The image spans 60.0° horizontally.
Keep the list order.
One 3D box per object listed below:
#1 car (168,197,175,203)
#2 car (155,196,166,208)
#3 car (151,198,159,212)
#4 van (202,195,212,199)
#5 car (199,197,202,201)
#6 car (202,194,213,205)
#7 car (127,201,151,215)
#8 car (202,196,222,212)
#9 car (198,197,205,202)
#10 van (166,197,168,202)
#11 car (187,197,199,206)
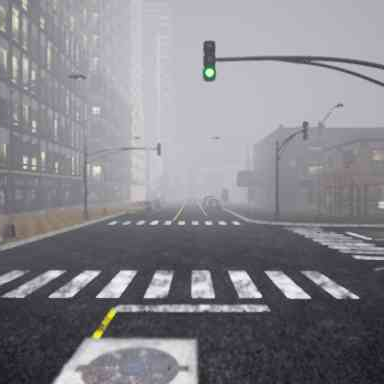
[{"bbox_3d":[-5.702,1.895,80.724,1.752,1.417,4.829,-1,0,0],"label":"car"},{"bbox_3d":[-5.690,1.805,52.674,1.947,1.339,4.313,-1,0,0],"label":"car"},{"bbox_3d":[-5.685,1.754,41.385,1.947,1.339,4.313,-1,0,0],"label":"car"},{"bbox_3d":[2.656,1.555,46.979,1.690,1.788,3.998,-1,0,0],"label":"van"},{"bbox_3d":[2.653,1.555,52.623,2.192,1.841,5.009,-1,0,0],"label":"car"},{"bbox_3d":[3.078,1.535,67.273,2.150,2.045,5.566,0,0,0],"label":"car"},{"bbox_3d":[-5.854,1.687,35.571,1.752,1.417,4.829,-1,0,0],"label":"car"},{"bbox_3d":[2.660,1.628,41.334,1.967,1.590,4.097,-1,0,0],"label":"car"},{"bbox_3d":[2.641,1.989,92.130,1.947,1.339,4.313,-1,0,0],"label":"car"},{"bbox_3d":[-5.696,1.606,58.318,1.690,1.788,3.998,-1,0,0],"label":"van"},{"bbox_3d":[-0.026,1.781,63.513,2.128,1.511,4.902,0,0,0],"label":"car"}]
